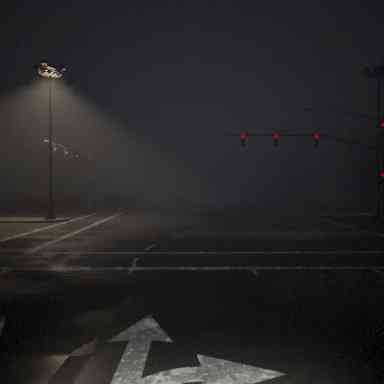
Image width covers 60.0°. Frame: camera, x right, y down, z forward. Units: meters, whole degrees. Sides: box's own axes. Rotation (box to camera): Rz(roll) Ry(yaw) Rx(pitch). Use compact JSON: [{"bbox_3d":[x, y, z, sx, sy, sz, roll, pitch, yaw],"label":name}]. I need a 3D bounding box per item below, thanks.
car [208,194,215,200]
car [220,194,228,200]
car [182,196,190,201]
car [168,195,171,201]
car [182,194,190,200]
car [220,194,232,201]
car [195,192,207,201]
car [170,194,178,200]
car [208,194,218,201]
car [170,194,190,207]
[{"bbox_3d":[5.484,1.356,92.950,1.812,1.442,4.674,0,0,0],"label":"car"},{"bbox_3d":[8.984,1.356,92.930,1.812,1.442,4.674,0,0,0],"label":"car"},{"bbox_3d":[-1.569,1.589,83.851,1.895,1.301,4.718,0,0,0],"label":"car"},{"bbox_3d":[-5.067,1.495,84.258,1.837,1.490,4.892,0,0,0],"label":"car"},{"bbox_3d":[-1.516,1.357,92.991,2.128,1.511,4.902,0,0,0],"label":"car"},{"bbox_3d":[8.928,1.533,83.343,2.033,1.411,5.357,0,0,0],"label":"car"},{"bbox_3d":[1.928,1.218,83.414,2.150,2.045,5.566,0,0,0],"label":"car"},{"bbox_3d":[-5.016,1.385,93.012,1.994,1.385,4.181,0,0,0],"label":"car"},{"bbox_3d":[5.433,1.590,84.227,1.895,1.301,4.718,0,0,0],"label":"car"},{"bbox_3d":[-1.755,1.492,51.959,2.128,1.511,4.902,0,0,0],"label":"car"}]
